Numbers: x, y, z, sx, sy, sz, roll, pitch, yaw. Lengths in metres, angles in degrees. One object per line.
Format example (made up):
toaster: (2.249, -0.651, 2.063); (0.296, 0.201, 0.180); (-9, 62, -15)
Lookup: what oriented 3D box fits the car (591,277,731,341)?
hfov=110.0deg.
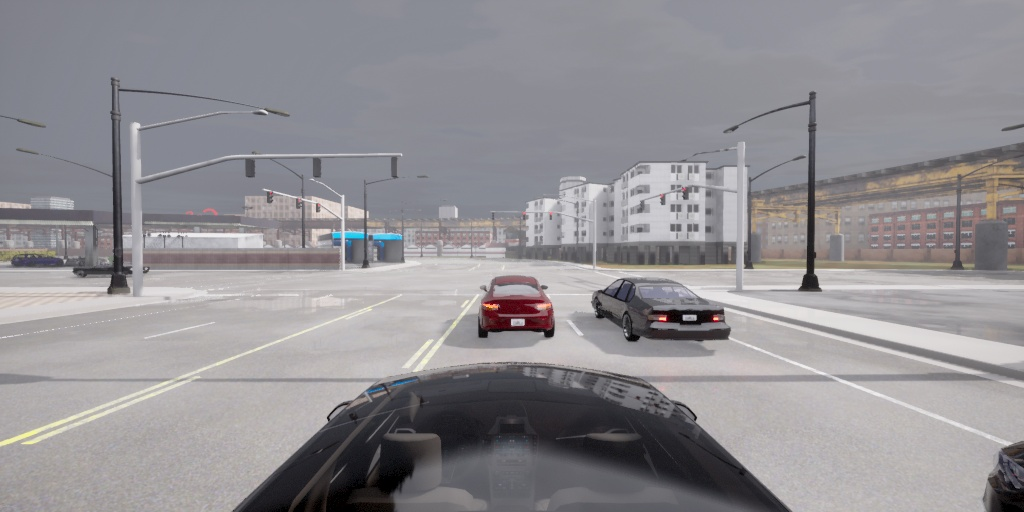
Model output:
car: (3.578, 1.283, 9.743); (2.033, 1.411, 5.357); (0, 0, 0)

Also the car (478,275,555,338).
car: (0.067, 1.256, 10.026); (1.812, 1.442, 4.674); (0, 0, -1)

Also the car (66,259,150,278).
car: (-33.751, 1.136, 30.202); (4.718, 1.301, 1.895); (0, 1, -1)
